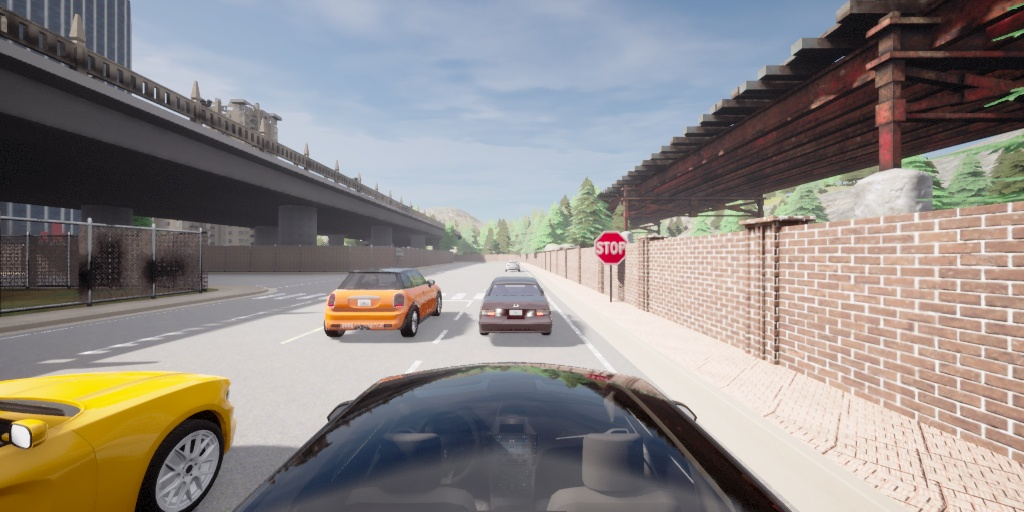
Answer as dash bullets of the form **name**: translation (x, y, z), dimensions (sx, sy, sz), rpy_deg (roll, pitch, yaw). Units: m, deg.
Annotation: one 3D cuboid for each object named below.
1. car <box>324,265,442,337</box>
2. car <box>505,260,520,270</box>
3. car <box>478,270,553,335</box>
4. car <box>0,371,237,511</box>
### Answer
- **car**: translation (-3.419, 1.102, 10.413), dimensions (2.097, 1.767, 4.553), rpy_deg (0, 0, 0)
- **car**: translation (0.085, 1.276, 46.303), dimensions (1.812, 1.442, 4.674), rpy_deg (0, 0, -1)
- **car**: translation (0.082, 1.297, 10.434), dimensions (2.033, 1.411, 5.357), rpy_deg (0, 0, 0)
- **car**: translation (-3.397, 1.228, 1.155), dimensions (1.882, 1.535, 5.008), rpy_deg (0, 0, 0)
